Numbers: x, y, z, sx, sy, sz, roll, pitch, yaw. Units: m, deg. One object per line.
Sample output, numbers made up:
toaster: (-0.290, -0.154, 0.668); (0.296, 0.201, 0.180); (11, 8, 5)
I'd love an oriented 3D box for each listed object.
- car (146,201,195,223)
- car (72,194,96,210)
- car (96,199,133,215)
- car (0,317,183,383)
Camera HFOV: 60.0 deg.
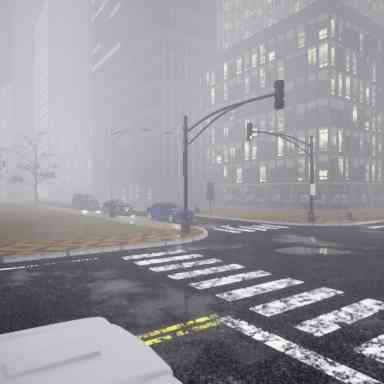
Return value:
car: (-1.766, 1.482, 25.807); (1.882, 1.535, 5.008); (0, 0, -36)
car: (-13.832, 1.226, 42.908); (2.150, 2.045, 5.566); (0, 0, -35)
car: (-7.744, 1.496, 34.268); (2.128, 1.511, 4.902); (0, 0, -35)
car: (-2.256, 1.601, 1.834); (4.718, 1.301, 1.895); (0, 0, -36)
